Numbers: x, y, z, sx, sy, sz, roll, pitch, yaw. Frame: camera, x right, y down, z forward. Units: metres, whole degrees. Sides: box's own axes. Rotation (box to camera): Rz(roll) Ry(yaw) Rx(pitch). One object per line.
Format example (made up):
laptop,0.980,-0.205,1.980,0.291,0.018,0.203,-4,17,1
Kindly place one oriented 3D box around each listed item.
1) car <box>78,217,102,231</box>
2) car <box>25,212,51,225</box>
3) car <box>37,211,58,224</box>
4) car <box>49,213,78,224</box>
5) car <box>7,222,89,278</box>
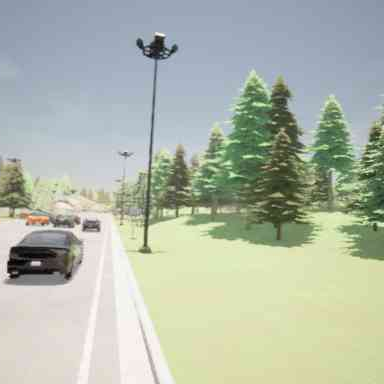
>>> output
car,-11.458,3.647,38.059,2.128,1.511,4.902,4,-4,-14
car,-19.976,3.445,43.213,2.097,1.767,4.553,4,-4,-13
car,-21.797,3.862,50.386,2.097,1.767,4.553,4,-4,-13
car,-16.027,3.543,41.802,2.097,1.767,4.553,4,-4,-13
car,-5.172,2.120,12.316,1.882,1.535,5.008,4,-4,-12
